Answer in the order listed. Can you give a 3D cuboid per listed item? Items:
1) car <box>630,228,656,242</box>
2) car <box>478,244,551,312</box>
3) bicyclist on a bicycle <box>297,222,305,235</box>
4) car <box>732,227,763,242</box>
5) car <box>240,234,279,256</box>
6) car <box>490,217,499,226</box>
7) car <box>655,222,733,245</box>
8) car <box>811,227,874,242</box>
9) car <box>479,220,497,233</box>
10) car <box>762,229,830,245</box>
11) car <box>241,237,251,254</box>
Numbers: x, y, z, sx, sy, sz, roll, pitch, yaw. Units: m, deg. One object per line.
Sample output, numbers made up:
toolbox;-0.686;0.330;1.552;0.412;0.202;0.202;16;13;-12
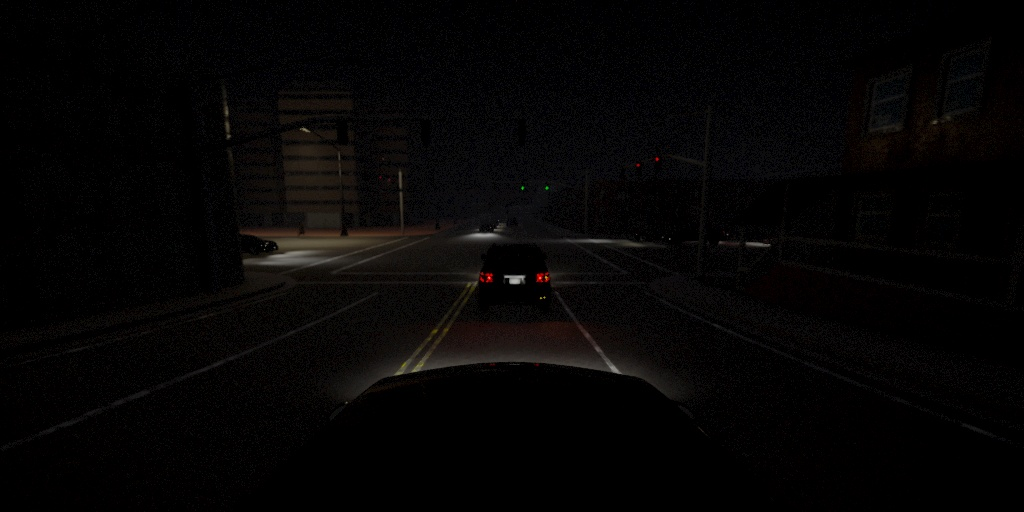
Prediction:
car;14.826;-2.204;37.177;4.718;1.301;1.895;0;8;0
car;0.079;0.564;12.443;2.150;2.045;5.566;0;5;0
bicyclist on a bicycle;-25.294;-3.287;42.954;0.582;1.620;1.656;0;8;0
car;23.905;-2.274;37.122;4.674;1.442;1.812;0;8;0
car;-20.053;-0.881;26.624;4.892;1.490;1.837;0;8;0
car;-3.609;-5.356;60.010;1.812;1.442;4.674;0;8;0
car;16.942;-2.110;33.641;5.566;2.045;2.150;0;8;0
car;34.108;-2.267;37.088;4.674;1.442;1.812;0;8;0
car;-3.628;-4.095;51.214;1.895;1.301;4.718;0;8;0
car;26.738;-1.804;33.649;4.674;1.442;1.812;0;8;0
car;-20.141;-0.319;23.170;4.718;1.301;1.895;0;8;0
